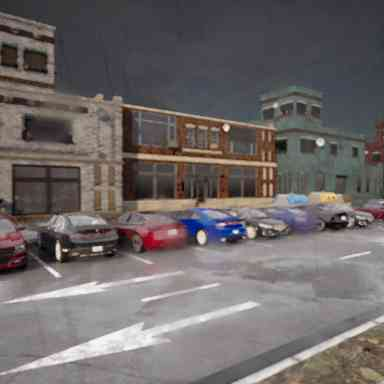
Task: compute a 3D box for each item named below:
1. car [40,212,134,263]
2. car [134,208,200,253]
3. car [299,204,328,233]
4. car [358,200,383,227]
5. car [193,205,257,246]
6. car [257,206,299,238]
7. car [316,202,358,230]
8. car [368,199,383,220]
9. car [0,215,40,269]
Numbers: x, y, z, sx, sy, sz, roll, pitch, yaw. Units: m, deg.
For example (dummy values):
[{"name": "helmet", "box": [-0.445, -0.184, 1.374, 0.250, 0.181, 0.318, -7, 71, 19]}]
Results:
[{"name": "car", "box": [-4.290, 1.477, 12.168, 2.231, 1.521, 4.892, 0, 0, -35]}, {"name": "car", "box": [-2.046, 1.498, 13.806, 2.163, 1.488, 4.792, 0, 0, -35]}, {"name": "car", "box": [4.769, 1.496, 18.611, 2.002, 1.452, 4.674, 0, 0, -35]}, {"name": "car", "box": [9.294, 1.453, 21.839, 2.231, 1.521, 4.892, 0, 0, -35]}, {"name": "car", "box": [0.342, 1.463, 15.461, 2.097, 1.535, 5.008, 0, 0, -35]}, {"name": "car", "box": [2.600, 1.460, 17.080, 2.231, 1.521, 4.892, 0, 0, -35]}, {"name": "car", "box": [7.016, 1.483, 20.247, 2.163, 1.488, 4.792, 0, 0, -35]}, {"name": "car", "box": [13.829, 1.491, 25.050, 2.002, 1.452, 4.674, 0, 0, -35]}, {"name": "car", "box": [-6.563, 1.482, 10.567, 2.097, 1.535, 5.008, 0, 0, -35]}]
